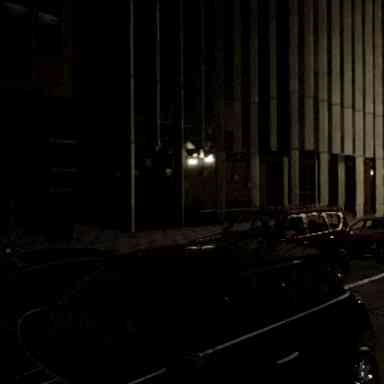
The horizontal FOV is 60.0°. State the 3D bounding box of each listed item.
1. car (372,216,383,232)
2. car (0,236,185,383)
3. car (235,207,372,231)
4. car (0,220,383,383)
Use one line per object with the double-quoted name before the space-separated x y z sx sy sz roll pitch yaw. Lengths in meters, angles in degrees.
"car" 6.610 1.544 11.655 4.507 1.381 1.887 0 0 -37
"car" -2.423 1.592 4.911 4.313 1.339 1.947 0 0 -37
"car" 2.092 1.328 8.284 5.009 1.841 2.192 0 0 -37
"car" -0.278 1.363 3.064 4.553 1.767 2.097 0 0 -37
